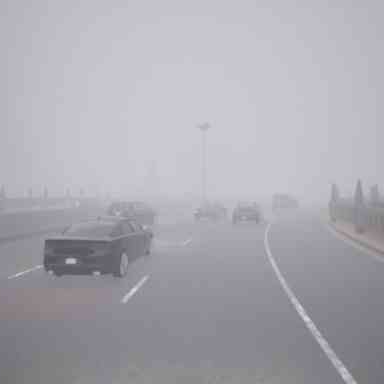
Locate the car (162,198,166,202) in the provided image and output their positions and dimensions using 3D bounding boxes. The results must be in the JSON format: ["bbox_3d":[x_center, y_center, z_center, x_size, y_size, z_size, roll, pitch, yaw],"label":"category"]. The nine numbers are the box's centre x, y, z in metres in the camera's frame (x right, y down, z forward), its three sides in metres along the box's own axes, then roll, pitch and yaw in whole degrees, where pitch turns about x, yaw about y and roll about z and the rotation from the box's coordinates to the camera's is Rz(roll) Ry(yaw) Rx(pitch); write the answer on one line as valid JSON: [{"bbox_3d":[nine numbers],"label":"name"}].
[{"bbox_3d":[-4.734,1.569,48.128,2.128,1.511,4.902,0,0,29],"label":"car"}]

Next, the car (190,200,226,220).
[{"bbox_3d":[1.694,1.554,28.191,2.033,1.411,5.357,0,0,19],"label":"car"}]

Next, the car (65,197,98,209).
[{"bbox_3d":[-12.797,1.391,39.417,2.097,1.767,4.553,0,0,23],"label":"car"}]

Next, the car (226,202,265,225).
[{"bbox_3d":[4.195,1.493,24.407,2.128,1.511,4.902,0,0,17],"label":"car"}]

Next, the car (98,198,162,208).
[{"bbox_3d":[-3.859,1.347,21.624,2.097,1.767,4.553,0,0,14],"label":"car"}]

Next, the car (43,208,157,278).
[{"bbox_3d":[-2.537,1.469,10.240,1.882,1.535,5.008,0,0,7],"label":"car"}]

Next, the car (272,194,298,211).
[{"bbox_3d":[11.547,1.257,41.147,2.150,2.045,5.566,0,0,30],"label":"car"}]

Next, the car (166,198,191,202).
[{"bbox_3d":[-1.278,1.596,47.181,1.812,1.442,4.674,0,0,30],"label":"car"}]
